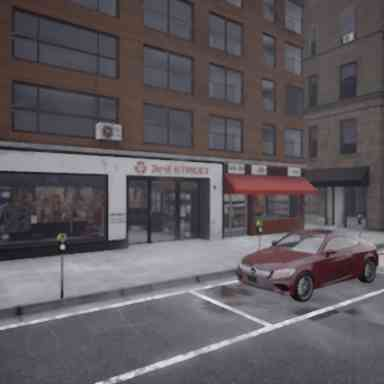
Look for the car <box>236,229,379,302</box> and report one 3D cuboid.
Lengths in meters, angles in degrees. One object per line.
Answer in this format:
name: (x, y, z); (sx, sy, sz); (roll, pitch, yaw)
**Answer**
car: (2.997, 1.606, 8.234); (4.206, 1.307, 1.802); (0, 0, -35)
